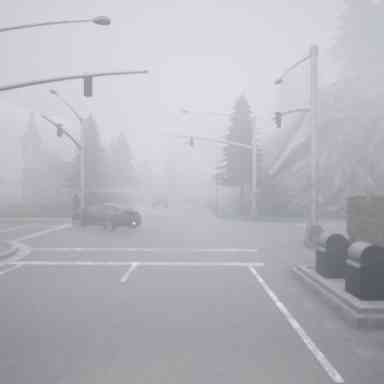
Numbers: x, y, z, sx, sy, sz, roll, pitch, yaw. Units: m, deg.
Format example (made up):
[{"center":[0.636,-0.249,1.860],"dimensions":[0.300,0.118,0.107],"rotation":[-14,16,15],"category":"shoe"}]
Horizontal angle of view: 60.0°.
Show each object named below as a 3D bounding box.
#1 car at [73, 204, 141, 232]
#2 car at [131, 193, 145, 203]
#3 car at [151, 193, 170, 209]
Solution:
[{"center":[-5.261,1.491,20.232],"dimensions":[4.892,1.490,1.837],"rotation":[0,-3,36],"category":"car"},{"center":[-11.475,1.157,66.719],"dimensions":[2.150,2.045,5.566],"rotation":[0,0,-32],"category":"car"},{"center":[-4.365,1.187,45.628],"dimensions":[2.150,2.045,5.566],"rotation":[0,0,-8],"category":"car"}]
